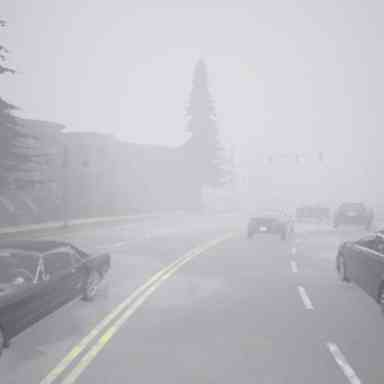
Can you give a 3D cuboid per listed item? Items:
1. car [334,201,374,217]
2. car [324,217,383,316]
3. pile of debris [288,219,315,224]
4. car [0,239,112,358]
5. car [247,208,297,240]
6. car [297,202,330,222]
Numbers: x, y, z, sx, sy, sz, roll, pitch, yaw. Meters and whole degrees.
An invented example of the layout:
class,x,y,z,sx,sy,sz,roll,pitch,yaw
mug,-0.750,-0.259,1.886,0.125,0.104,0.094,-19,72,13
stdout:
class,x,y,z,sx,sy,sz,roll,pitch,yaw
car,10.888,1.425,22.260,2.097,1.767,4.553,1,0,31
car,4.410,1.522,6.792,2.128,1.511,4.902,0,0,10
pile of debris,8.310,2.224,25.191,1.500,0.140,1.860,1,0,33
car,-3.082,1.571,5.566,1.895,1.301,4.718,0,0,8
car,4.119,1.547,17.248,1.812,1.442,4.674,0,-1,23
car,10.122,1.540,27.629,1.882,1.535,5.008,1,0,33
